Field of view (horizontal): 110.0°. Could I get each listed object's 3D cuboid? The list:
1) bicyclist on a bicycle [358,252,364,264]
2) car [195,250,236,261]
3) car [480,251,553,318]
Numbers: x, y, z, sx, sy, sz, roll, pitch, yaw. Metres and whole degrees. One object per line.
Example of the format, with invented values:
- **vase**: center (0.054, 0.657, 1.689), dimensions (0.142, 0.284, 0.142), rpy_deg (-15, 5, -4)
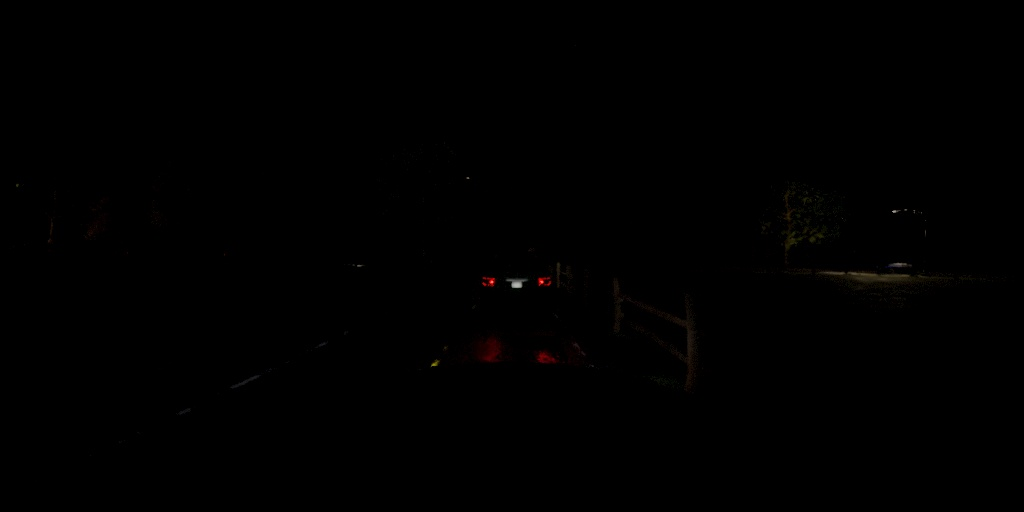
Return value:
- **bicyclist on a bicycle**: center (-21.979, 0.297, 52.218), dimensions (0.582, 1.620, 1.656), rpy_deg (1, 1, 2)
- **car**: center (-41.262, -0.077, 49.887), dimensions (4.553, 1.767, 2.097), rpy_deg (1, 1, 2)
- **car**: center (0.110, 0.849, 12.516), dimensions (2.150, 2.045, 5.566), rpy_deg (0, 1, 0)
